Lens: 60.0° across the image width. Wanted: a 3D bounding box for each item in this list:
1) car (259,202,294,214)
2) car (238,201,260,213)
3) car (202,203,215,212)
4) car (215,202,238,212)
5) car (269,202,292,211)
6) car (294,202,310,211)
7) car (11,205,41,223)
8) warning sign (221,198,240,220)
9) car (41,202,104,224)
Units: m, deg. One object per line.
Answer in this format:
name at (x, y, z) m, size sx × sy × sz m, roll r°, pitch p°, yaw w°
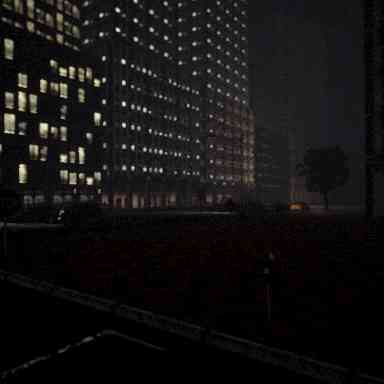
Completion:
car at (11.675, 2.222, 45.757) m, size 2.033 × 1.411 × 5.357 m, roll -1°, pitch -1°, yaw 37°
car at (8.929, 2.052, 47.506) m, size 2.097 × 1.767 × 4.553 m, roll -1°, pitch -1°, yaw 37°
car at (3.557, 2.358, 51.333) m, size 1.895 × 1.301 × 4.718 m, roll -1°, pitch -1°, yaw 37°
car at (5.755, 2.242, 48.848) m, size 1.812 × 1.442 × 4.674 m, roll -1°, pitch -2°, yaw 37°
car at (14.884, 2.413, 55.708) m, size 2.033 × 1.411 × 5.357 m, roll -1°, pitch -1°, yaw 36°
car at (17.505, 2.314, 53.789) m, size 1.882 × 1.535 × 5.008 m, roll -1°, pitch -1°, yaw 36°
car at (-13.065, 1.827, 28.746) m, size 1.812 × 1.442 × 4.674 m, roll -1°, pitch -1°, yaw 36°
warning sign at (3.456, 1.476, 29.785) m, size 1.300 × 1.860 × 1.060 m, roll 1°, pitch 0°, yaw 36°
car at (-9.683, 1.646, 27.867) m, size 2.097 × 1.767 × 4.553 m, roll -1°, pitch -1°, yaw 36°
